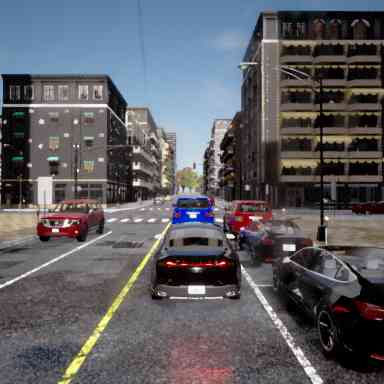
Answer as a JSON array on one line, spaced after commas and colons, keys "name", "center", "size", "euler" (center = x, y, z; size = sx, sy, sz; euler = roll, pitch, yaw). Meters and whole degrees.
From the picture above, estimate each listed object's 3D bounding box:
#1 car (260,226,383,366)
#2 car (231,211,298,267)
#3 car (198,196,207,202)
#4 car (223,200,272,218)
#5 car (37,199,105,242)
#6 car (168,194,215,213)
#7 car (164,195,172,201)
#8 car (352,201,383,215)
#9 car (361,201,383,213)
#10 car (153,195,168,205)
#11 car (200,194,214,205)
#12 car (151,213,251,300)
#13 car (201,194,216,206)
[{"name": "car", "center": [2.687, 1.568, 5.795], "size": [1.947, 1.339, 4.313], "euler": [1, 0, 0]}, {"name": "car", "center": [2.669, 1.570, 11.234], "size": [1.947, 1.339, 4.313], "euler": [1, 0, 0]}, {"name": "car", "center": [2.451, 1.601, 77.529], "size": [1.947, 1.339, 4.313], "euler": [1, 0, 0]}, {"name": "car", "center": [2.729, 1.322, 16.670], "size": [2.192, 1.841, 5.009], "euler": [1, 0, 0]}, {"name": "car", "center": [-5.798, 1.322, 16.636], "size": [2.192, 1.841, 5.009], "euler": [1, 0, 0]}, {"name": "car", "center": [0.042, 1.229, 18.304], "size": [2.150, 2.045, 5.566], "euler": [0, 0, 0]}, {"name": "car", "center": [-5.947, 1.564, 82.966], "size": [1.752, 1.417, 4.829], "euler": [1, 0, 0]}, {"name": "car", "center": [17.183, 1.581, 31.079], "size": [4.206, 1.307, 1.802], "euler": [0, -1, 0]}, {"name": "car", "center": [22.669, 1.743, 39.488], "size": [4.313, 1.339, 1.947], "euler": [0, -1, 0]}, {"name": "car", "center": [-5.995, 1.578, 60.352], "size": [2.008, 1.369, 4.403], "euler": [1, 0, 0]}, {"name": "car", "center": [2.633, 1.342, 60.445], "size": [2.192, 1.841, 5.009], "euler": [1, 0, 0]}, {"name": "car", "center": [0.076, 1.508, 8.388], "size": [1.837, 1.490, 4.892], "euler": [0, 0, 0]}, {"name": "car", "center": [2.660, 1.339, 54.744], "size": [2.192, 1.841, 5.009], "euler": [1, 0, 0]}]
